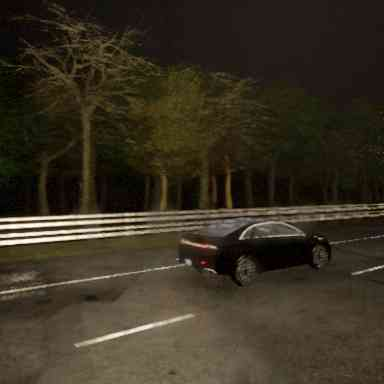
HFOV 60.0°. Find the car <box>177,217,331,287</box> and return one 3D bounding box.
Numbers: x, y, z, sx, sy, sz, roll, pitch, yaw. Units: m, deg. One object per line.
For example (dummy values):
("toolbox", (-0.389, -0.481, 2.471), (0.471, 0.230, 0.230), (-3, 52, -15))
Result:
("car", (1.906, 1.464, 9.308), (4.902, 1.511, 2.128), (0, 0, -34))
